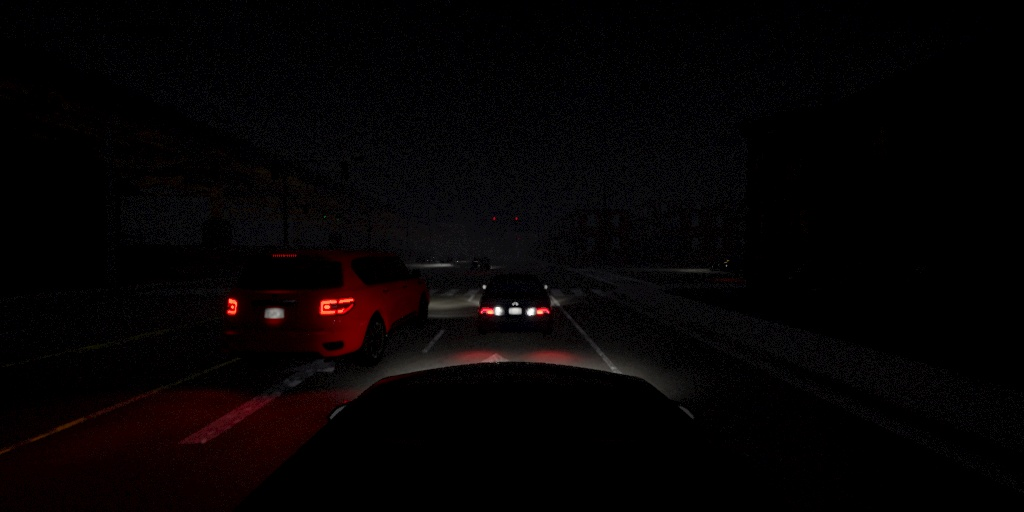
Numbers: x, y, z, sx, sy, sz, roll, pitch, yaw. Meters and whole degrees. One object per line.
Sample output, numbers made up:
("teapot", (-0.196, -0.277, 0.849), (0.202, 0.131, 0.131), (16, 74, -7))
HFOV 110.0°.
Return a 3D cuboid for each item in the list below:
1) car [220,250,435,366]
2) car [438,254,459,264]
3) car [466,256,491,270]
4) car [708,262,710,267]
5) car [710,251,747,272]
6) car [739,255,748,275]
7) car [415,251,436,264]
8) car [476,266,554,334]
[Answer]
("car", (-3.424, 0.891, 7.884), (2.150, 2.045, 5.566), (0, 1, 0))
("car", (-10.549, 0.501, 58.376), (2.128, 1.511, 4.902), (0, 1, 0))
("car", (-3.390, 0.747, 39.559), (2.128, 1.511, 4.902), (0, 1, 0))
("car", (24.278, 0.858, 39.388), (4.718, 1.301, 1.895), (0, 1, 0))
("car", (23.442, 0.524, 35.884), (5.566, 2.045, 2.150), (0, 1, 0))
("car", (19.249, 0.920, 25.236), (5.008, 1.535, 1.882), (0, 1, 1))
("car", (-14.043, 0.230, 58.519), (2.150, 2.045, 5.566), (0, 0, 0))
("car", (0.085, 1.187, 10.140), (2.033, 1.411, 5.357), (0, 1, 0))
